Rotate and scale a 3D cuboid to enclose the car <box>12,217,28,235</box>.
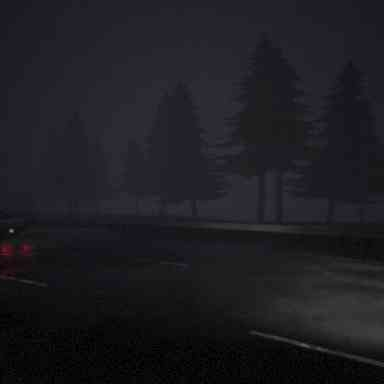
[{"bbox_3d":[-11.013,1.648,17.403,4.718,1.301,1.895,0,0,23],"label":"car"}]

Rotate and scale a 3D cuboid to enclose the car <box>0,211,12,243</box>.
[{"bbox_3d":[-10.071,1.592,13.263,5.357,1.411,2.033,0,0,24],"label":"car"}]
